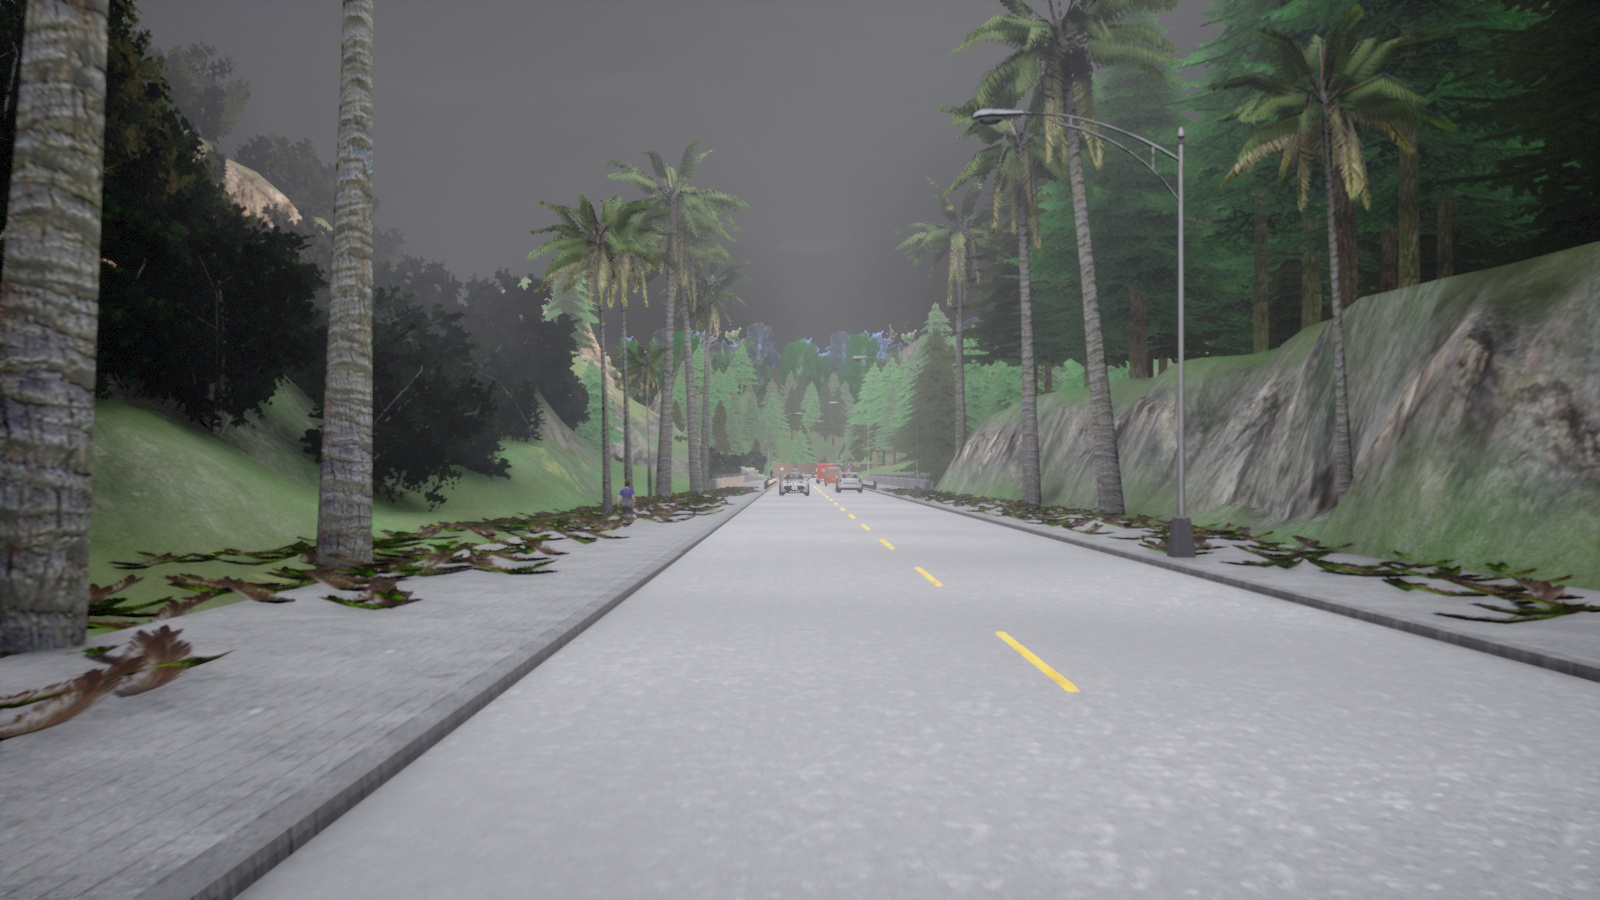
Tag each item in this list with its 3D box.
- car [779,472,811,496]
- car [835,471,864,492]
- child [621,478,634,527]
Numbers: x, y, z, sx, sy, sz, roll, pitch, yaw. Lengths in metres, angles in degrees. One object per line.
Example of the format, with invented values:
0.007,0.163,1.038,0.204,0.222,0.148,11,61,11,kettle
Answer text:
-0.325,2.095,78.535,1.970,1.475,3.806,0,-1,0,car
3.612,2.305,91.991,1.970,1.475,3.806,0,-1,0,car
-4.445,1.354,32.349,0.270,1.263,0.437,0,-1,0,child
